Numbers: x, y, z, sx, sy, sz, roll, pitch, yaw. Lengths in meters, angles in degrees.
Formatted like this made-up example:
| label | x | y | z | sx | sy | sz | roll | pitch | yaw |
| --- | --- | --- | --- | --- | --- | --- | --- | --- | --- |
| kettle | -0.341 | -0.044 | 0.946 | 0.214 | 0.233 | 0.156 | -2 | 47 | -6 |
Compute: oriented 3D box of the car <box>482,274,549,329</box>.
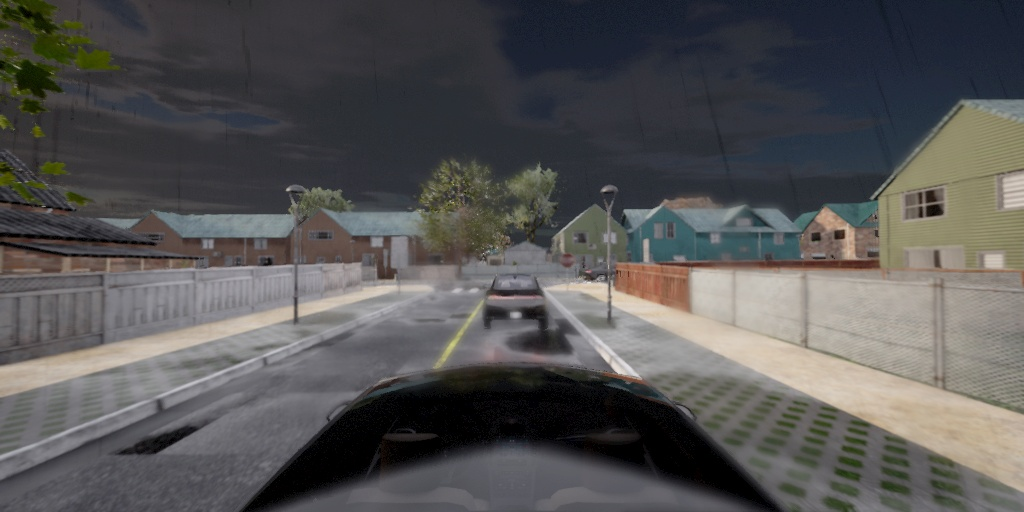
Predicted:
| label | x | y | z | sx | sy | sz | roll | pitch | yaw |
| --- | --- | --- | --- | --- | --- | --- | --- | --- | --- |
| car | 0.101 | 1.336 | 11.683 | 2.128 | 1.511 | 4.902 | 0 | -1 | 0 |

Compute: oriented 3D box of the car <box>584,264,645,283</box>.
| label | x | y | z | sx | sy | sz | roll | pitch | yaw |
| --- | --- | --- | --- | --- | --- | --- | --- | --- | --- |
| car | 7.975 | 1.353 | 27.471 | 4.892 | 1.490 | 1.837 | 0 | -4 | -3 |
